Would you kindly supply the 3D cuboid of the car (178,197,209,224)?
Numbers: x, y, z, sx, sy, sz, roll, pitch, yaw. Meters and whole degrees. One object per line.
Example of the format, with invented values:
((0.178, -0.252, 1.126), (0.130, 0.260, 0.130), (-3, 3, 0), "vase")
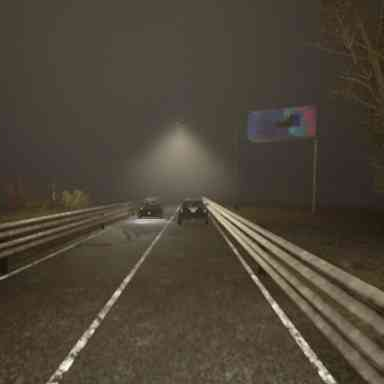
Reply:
((0.082, 1.259, 24.173), (2.097, 1.767, 4.553), (0, 0, 0), "car")

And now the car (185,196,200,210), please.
((0.067, 1.346, 41.762), (1.837, 1.490, 4.892), (0, 0, 0), "car")

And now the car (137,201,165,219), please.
((-3.361, 1.456, 28.074), (1.994, 1.385, 4.181), (0, 0, 0), "car")
